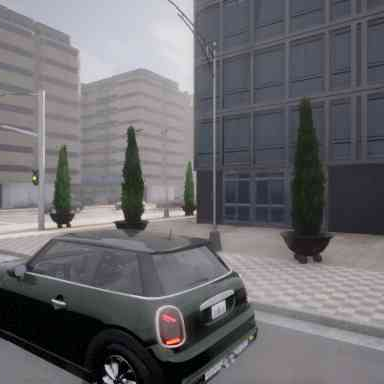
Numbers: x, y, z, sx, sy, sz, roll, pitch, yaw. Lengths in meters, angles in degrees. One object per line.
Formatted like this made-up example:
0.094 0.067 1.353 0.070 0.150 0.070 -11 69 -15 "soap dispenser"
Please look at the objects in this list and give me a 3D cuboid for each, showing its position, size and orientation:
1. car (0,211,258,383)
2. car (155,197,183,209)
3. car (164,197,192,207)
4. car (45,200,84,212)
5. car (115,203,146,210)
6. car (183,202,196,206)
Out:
-1.424 1.352 5.009 4.553 1.767 2.097 0 0 35 "car"
-2.799 1.656 45.455 1.895 1.301 4.718 0 0 35 "car"
-2.196 1.560 52.707 1.837 1.490 4.892 0 0 35 "car"
-14.041 1.560 35.949 1.837 1.490 4.892 0 0 35 "car"
-8.145 1.581 44.288 1.812 1.442 4.674 0 0 35 "car"
1.289 1.406 45.193 2.097 1.767 4.553 0 0 35 "car"
